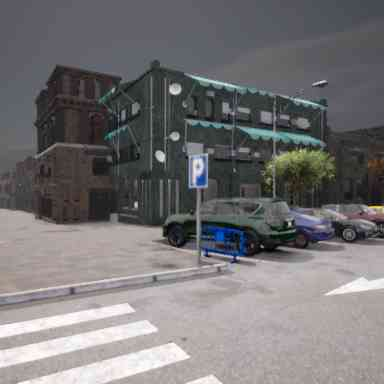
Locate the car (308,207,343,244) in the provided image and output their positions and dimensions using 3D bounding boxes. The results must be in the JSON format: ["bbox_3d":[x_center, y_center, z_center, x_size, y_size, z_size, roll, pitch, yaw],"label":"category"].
[{"bbox_3d":[3.890,1.547,14.914,4.674,1.452,2.002,-1,-1,38],"label":"car"}]

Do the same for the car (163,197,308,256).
[{"bbox_3d":[1.343,1.246,13.377,5.566,2.045,2.435,-1,-1,38],"label":"car"}]

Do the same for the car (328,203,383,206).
[{"bbox_3d":[8.904,1.400,18.041,4.553,1.767,2.185,-1,-1,38],"label":"car"}]

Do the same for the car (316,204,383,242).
[{"bbox_3d":[6.405,1.517,16.470,4.892,1.521,2.231,-1,-1,38],"label":"car"}]
